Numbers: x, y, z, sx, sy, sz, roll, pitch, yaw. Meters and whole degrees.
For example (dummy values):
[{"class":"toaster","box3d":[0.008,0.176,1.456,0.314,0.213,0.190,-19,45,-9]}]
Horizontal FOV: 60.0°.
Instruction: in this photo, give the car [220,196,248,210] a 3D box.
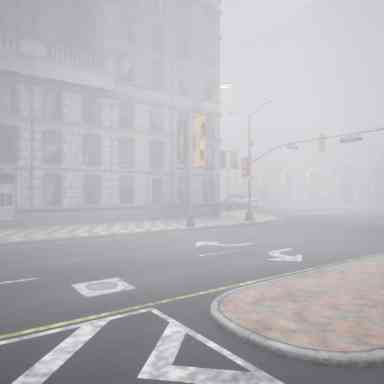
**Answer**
[{"class":"car","box3d":[4.725,1.564,43.414,1.994,1.385,4.181,0,0,-36]}]

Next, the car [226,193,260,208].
[{"class":"car","box3d":[6.897,1.221,46.378,2.150,2.045,5.566,0,0,-37]}]
